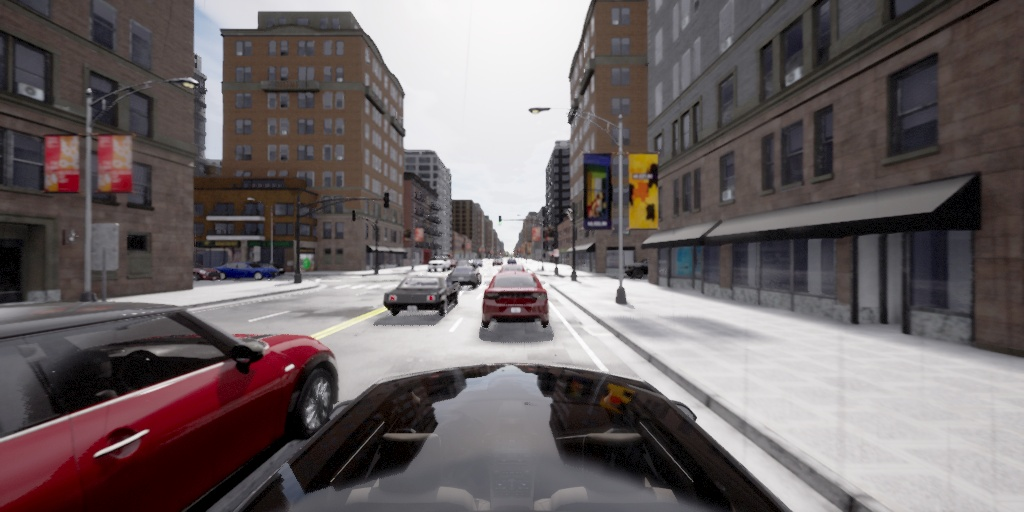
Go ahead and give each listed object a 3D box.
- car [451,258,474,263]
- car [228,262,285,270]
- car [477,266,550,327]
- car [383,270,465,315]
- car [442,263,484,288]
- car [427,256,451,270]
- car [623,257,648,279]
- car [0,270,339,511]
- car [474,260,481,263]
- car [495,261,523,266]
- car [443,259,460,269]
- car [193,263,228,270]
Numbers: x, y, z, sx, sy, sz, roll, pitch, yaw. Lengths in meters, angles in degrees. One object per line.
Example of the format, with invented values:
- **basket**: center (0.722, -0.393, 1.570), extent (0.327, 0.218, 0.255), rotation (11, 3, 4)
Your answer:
- **car**: center (-6.612, 1.325, 48.537), extent (1.882, 1.535, 5.008), rotation (0, 0, -1)
- **car**: center (-22.761, 1.283, 30.806), extent (5.008, 1.535, 1.882), rotation (0, 0, 0)
- **car**: center (0.097, 1.249, 11.665), extent (1.882, 1.535, 5.008), rotation (0, 0, 0)
- **car**: center (-3.156, 1.377, 13.592), extent (1.895, 1.301, 4.718), rotation (0, 0, 0)
- **car**: center (-3.162, 1.363, 24.288), extent (1.994, 1.385, 4.181), rotation (0, 0, 0)
- **car**: center (-9.842, 1.070, 48.791), extent (2.150, 2.045, 5.566), rotation (0, 0, 2)
- **car**: center (13.359, 1.081, 33.942), extent (5.566, 2.045, 2.150), rotation (0, 0, 0)
- **car**: center (-3.152, 1.104, 2.531), extent (2.097, 1.767, 4.553), rotation (0, 0, 0)
- **car**: center (-6.593, 1.466, 57.876), extent (1.895, 1.301, 4.718), rotation (0, 0, 0)
- **car**: center (0.061, 1.274, 23.437), extent (1.882, 1.535, 5.008), rotation (0, 0, 0)
- **car**: center (-9.837, 1.344, 58.791), extent (1.882, 1.535, 5.008), rotation (0, 0, 0)
- **car**: center (-25.429, 1.229, 28.278), extent (4.097, 1.591, 1.967), rotation (0, 0, 0)
